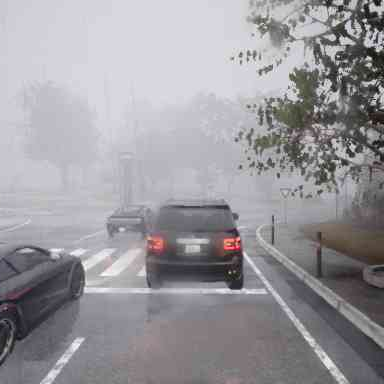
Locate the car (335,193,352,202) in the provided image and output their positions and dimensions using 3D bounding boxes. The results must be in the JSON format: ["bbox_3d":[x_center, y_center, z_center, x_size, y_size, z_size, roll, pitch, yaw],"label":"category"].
[{"bbox_3d":[24.447,0.843,53.282,1.882,1.535,5.008,0,2,38],"label":"car"}]

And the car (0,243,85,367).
[{"bbox_3d":[-3.347,1.557,5.667,1.994,1.385,4.181,0,0,0],"label":"car"}]

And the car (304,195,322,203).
[{"bbox_3d":[18.527,1.033,51.142,1.895,1.301,4.718,0,2,9],"label":"car"}]

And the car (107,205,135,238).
[{"bbox_3d":[-2.798,1.409,17.064,2.128,1.511,4.902,0,1,6],"label":"car"}]

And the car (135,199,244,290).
[{"bbox_3d":[0.147,1.198,9.232,2.150,2.045,5.566,0,0,3],"label":"car"}]
